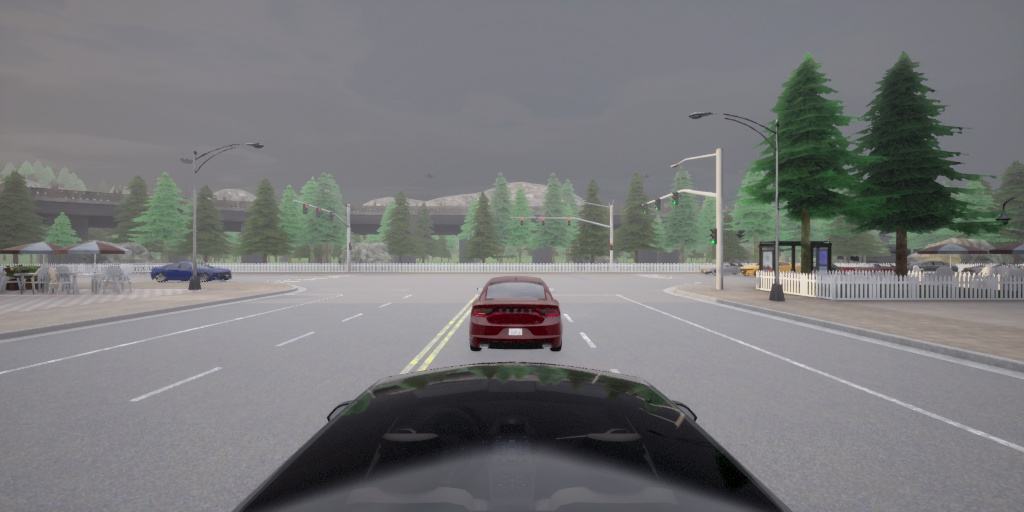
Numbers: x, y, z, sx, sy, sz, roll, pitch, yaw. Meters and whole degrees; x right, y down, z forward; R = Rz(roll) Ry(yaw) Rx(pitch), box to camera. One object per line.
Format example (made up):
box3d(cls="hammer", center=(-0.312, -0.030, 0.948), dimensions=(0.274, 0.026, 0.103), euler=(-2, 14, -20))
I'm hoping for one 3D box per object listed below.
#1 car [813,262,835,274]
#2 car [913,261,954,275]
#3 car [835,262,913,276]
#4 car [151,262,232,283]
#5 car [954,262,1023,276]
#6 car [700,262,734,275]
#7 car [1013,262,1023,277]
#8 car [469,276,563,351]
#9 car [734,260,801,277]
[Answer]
box3d(cls="car", center=(31.050, 1.295, 36.498), dimensions=(4.718, 1.301, 1.895), euler=(0, 0, 2))
box3d(cls="car", center=(40.969, 1.199, 35.696), dimensions=(4.892, 1.490, 1.837), euler=(0, 0, 10))
box3d(cls="car", center=(33.121, 1.295, 32.923), dimensions=(4.718, 1.301, 1.895), euler=(0, 0, 2))
box3d(cls="car", center=(-23.371, 1.172, 26.257), dimensions=(5.008, 1.535, 1.882), euler=(0, 0, 0))
box3d(cls="car", center=(43.003, 1.258, 31.776), dimensions=(4.181, 1.385, 1.994), euler=(0, 0, 14))
box3d(cls="car", center=(21.881, 1.295, 36.646), dimensions=(4.718, 1.301, 1.895), euler=(0, 0, 1))
box3d(cls="car", center=(50.983, 1.242, 33.042), dimensions=(5.357, 1.411, 2.033), euler=(0, 0, 22))
box3d(cls="car", center=(0.103, 1.228, 8.989), dimensions=(1.882, 1.535, 5.008), euler=(0, 0, 1))
box3d(cls="car", center=(23.817, 1.172, 33.115), dimensions=(5.008, 1.535, 1.882), euler=(0, 0, 1))
